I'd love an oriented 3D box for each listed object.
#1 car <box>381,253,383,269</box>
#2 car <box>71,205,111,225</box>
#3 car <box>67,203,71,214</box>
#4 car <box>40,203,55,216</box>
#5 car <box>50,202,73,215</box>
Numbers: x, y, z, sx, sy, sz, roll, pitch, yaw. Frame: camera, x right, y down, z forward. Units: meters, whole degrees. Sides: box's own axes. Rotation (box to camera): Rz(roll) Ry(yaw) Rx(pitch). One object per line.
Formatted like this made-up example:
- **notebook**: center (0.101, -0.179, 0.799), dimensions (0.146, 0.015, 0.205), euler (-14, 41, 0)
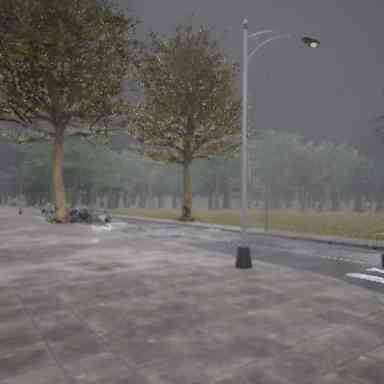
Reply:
- **car**: center (6.840, 1.642, 7.449), dimensions (1.812, 1.442, 4.674), euler (1, -1, -35)
- **car**: center (-8.822, 2.060, 29.671), dimensions (2.128, 1.511, 4.902), euler (1, -2, -35)
- **car**: center (-13.812, 2.340, 41.780), dimensions (2.128, 1.511, 4.902), euler (1, -2, -35)
- **car**: center (-18.498, 2.233, 43.559), dimensions (2.128, 1.511, 4.902), euler (1, -2, -35)
- **car**: center (-19.588, 2.407, 49.875), dimensions (2.097, 1.767, 4.553), euler (1, -2, -35)
